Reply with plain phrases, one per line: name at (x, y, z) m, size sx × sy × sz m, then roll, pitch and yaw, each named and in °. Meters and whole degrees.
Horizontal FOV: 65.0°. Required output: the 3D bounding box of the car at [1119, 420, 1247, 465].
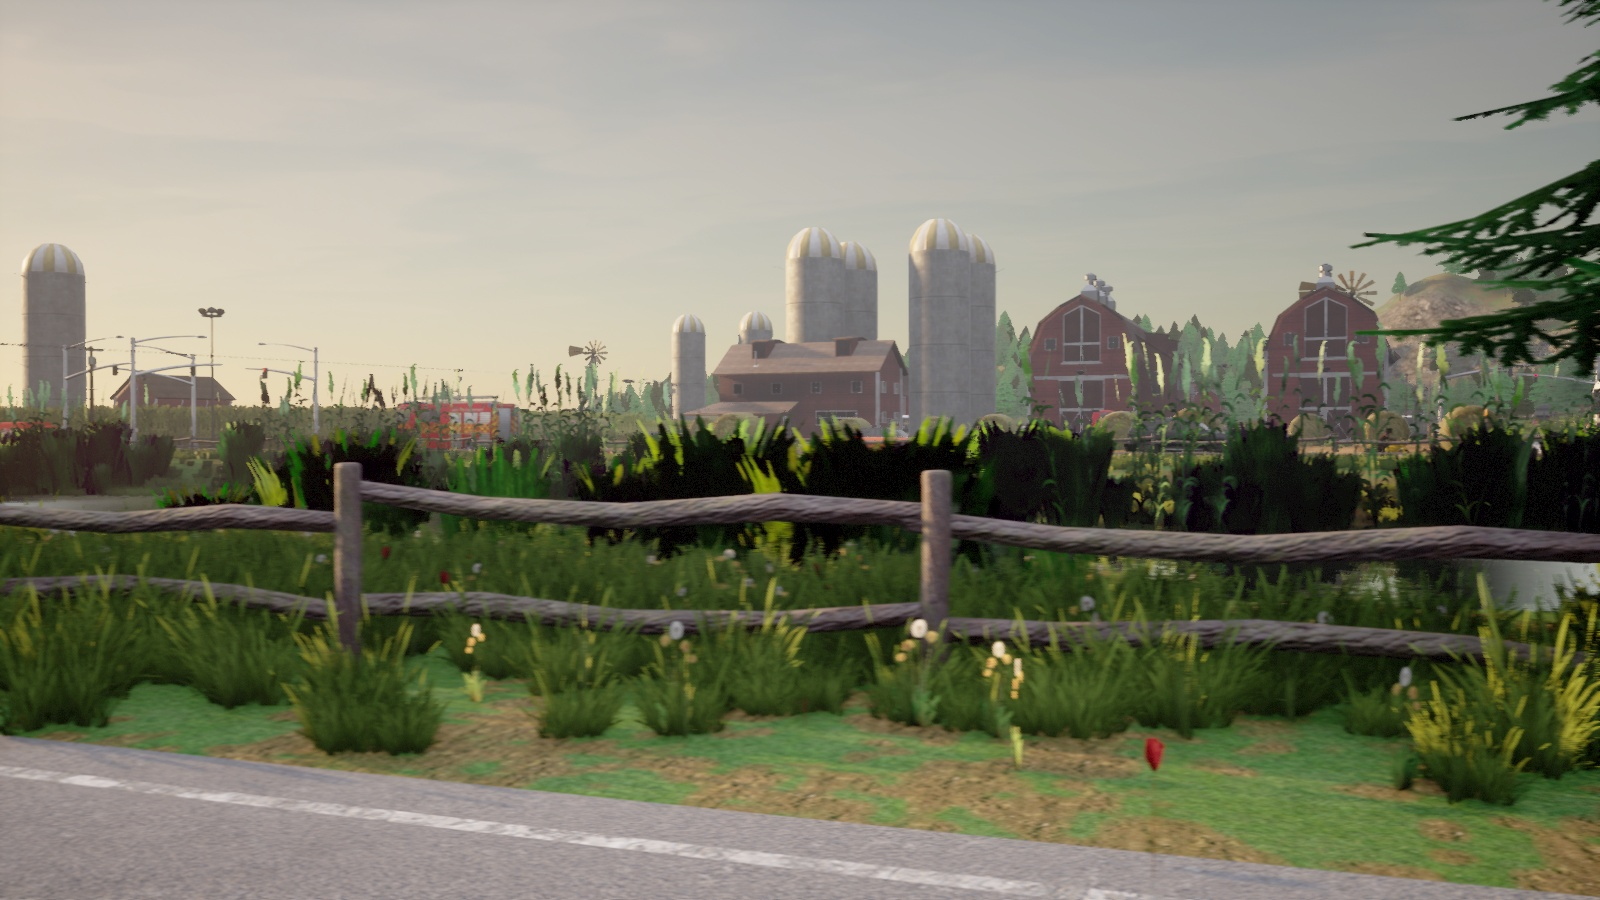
car at (18.268, -0.378, 59.900) m, size 5.566 × 2.045 × 2.150 m, roll 1°, pitch 1°, yaw 26°

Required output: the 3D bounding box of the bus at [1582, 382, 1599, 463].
bus at (44.113, -1.432, 65.594) m, size 3.944 × 4.253 × 10.273 m, roll 1°, pitch 1°, yaw 23°

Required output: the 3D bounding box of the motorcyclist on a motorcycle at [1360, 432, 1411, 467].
motorcyclist on a motorcycle at (26.159, -0.024, 56.116) m, size 2.044 × 1.523 × 0.797 m, roll 1°, pitch 1°, yaw 26°

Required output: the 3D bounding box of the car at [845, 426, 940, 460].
car at (4.866, -0.392, 66.331) m, size 4.553 × 1.767 × 2.097 m, roll 1°, pitch 1°, yaw 26°

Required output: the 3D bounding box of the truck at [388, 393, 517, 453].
truck at (-23.153, -1.797, 83.644) m, size 8.468 × 3.827 × 2.891 m, roll 1°, pitch 1°, yaw 26°
